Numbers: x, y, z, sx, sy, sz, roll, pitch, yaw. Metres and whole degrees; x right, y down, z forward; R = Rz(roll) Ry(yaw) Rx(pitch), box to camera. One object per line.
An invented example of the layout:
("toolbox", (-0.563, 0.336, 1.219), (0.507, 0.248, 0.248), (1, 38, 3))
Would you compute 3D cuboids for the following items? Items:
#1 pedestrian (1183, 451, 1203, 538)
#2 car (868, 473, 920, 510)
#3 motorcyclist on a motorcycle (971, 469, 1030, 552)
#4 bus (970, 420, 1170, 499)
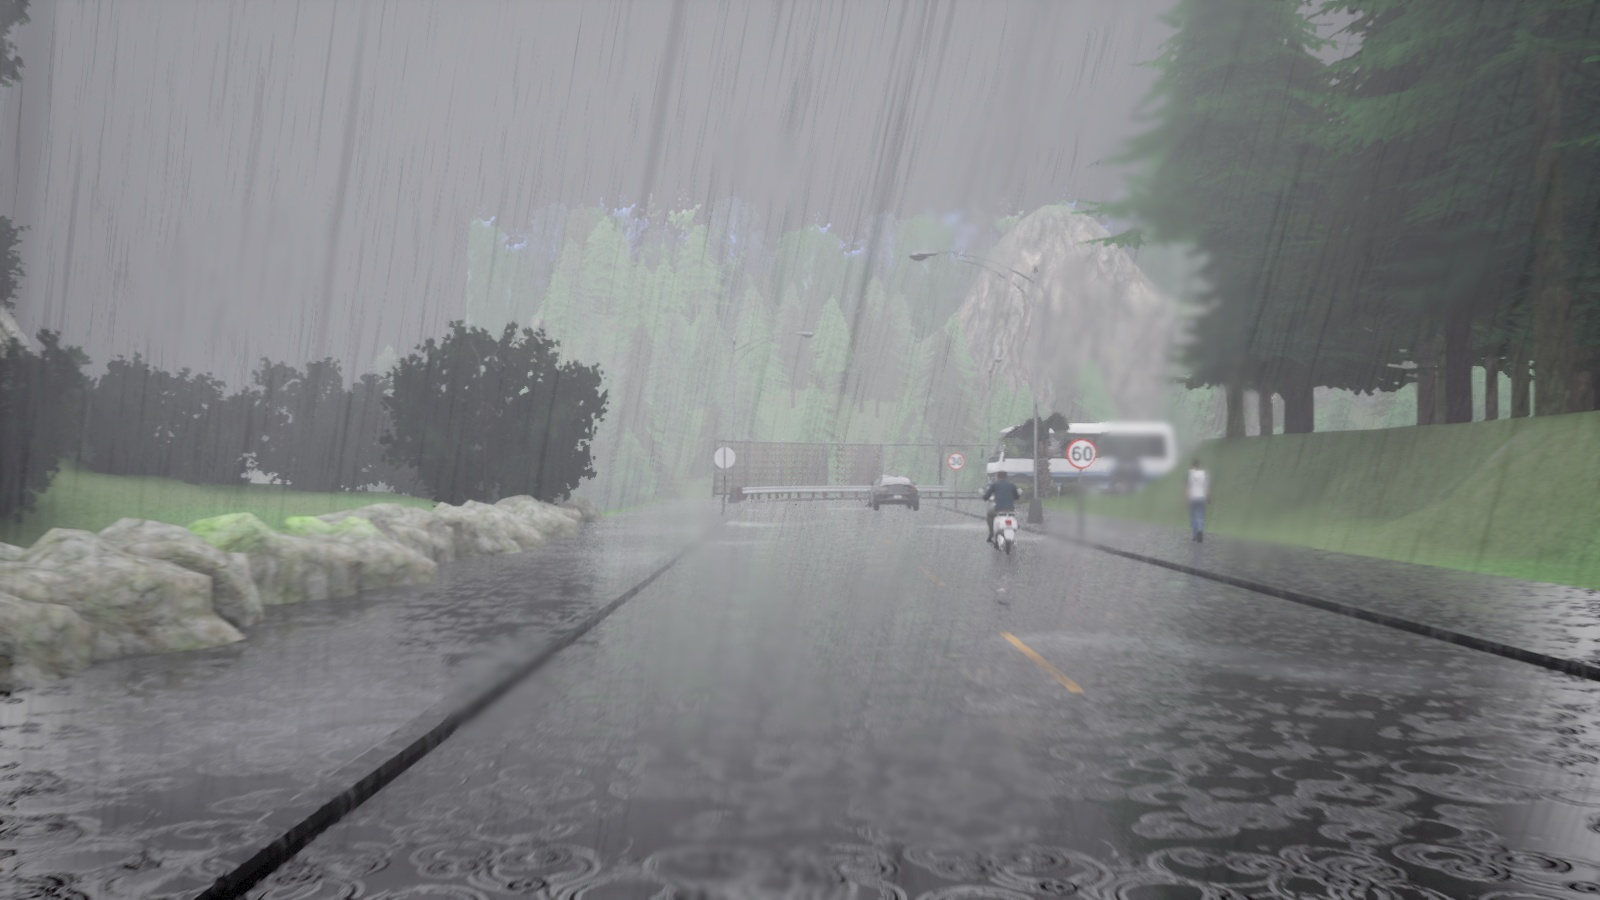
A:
("pedestrian", (8.413, 0.941, 26.875), (0.354, 1.836, 0.706), (0, -1, 13))
("car", (3.879, 1.701, 52.353), (1.812, 1.442, 4.674), (0, -1, 0))
("motorcyclist on a motorcycle", (3.942, 1.168, 24.857), (0.866, 1.590, 1.817), (0, -1, 0))
("bus", (14.958, 0.553, 70.252), (10.273, 4.253, 3.944), (0, -1, 0))
